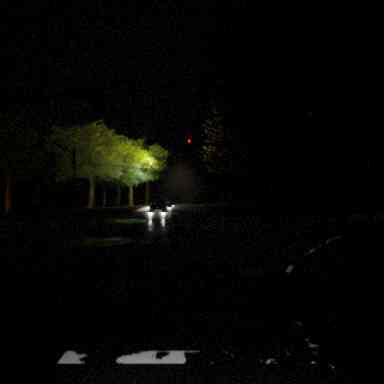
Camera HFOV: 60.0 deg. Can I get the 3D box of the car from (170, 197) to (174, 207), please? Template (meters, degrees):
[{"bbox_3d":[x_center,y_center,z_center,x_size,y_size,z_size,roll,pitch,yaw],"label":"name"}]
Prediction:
[{"bbox_3d":[-4.424,1.801,55.306,1.812,1.442,4.674,0,-1,-1],"label":"car"}]

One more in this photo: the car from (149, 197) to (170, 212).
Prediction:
[{"bbox_3d":[-4.142,1.625,41.077,1.837,1.490,4.892,0,0,-1],"label":"car"}]
